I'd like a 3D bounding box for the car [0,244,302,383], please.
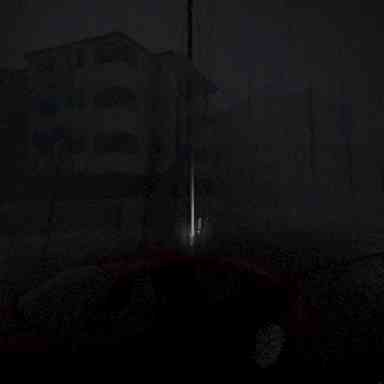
[{"bbox_3d":[-0.769,1.473,4.057,5.008,1.535,1.882,0,0,-35],"label":"car"}]
